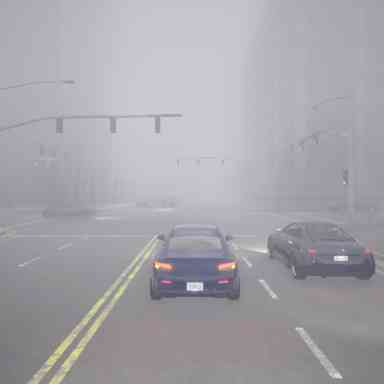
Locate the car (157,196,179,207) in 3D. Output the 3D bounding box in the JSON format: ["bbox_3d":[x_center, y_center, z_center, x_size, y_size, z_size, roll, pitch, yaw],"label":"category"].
[{"bbox_3d":[-3.489,1.492,49.659,2.128,1.511,4.902,0,0,0],"label":"car"}]

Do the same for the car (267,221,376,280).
[{"bbox_3d":[3.593,1.564,9.992,1.994,1.385,4.181,0,0,0],"label":"car"}]

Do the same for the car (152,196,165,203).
[{"bbox_3d":[-6.857,1.547,68.633,2.033,1.411,5.357,0,0,0],"label":"car"}]

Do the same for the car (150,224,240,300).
[{"bbox_3d":[0.077,1.526,8.256,1.812,1.442,4.674,0,0,1],"label":"car"}]

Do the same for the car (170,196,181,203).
[{"bbox_3d":[-3.351,1.564,69.253,1.994,1.385,4.181,0,0,0],"label":"car"}]

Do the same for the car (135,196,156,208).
[{"bbox_3d":[-6.994,1.547,48.452,2.033,1.411,5.357,0,0,0],"label":"car"}]

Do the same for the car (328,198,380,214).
[{"bbox_3d":[16.780,1.422,34.500,5.008,1.535,1.882,0,0,0],"label":"car"}]

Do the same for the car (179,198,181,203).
[{"bbox_3d":[-3.448,1.478,59.250,1.882,1.535,5.008,0,0,0],"label":"car"}]

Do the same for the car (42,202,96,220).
[{"bbox_3d":[-10.204,1.531,27.786,4.181,1.385,1.994,0,0,-12],"label":"car"}]

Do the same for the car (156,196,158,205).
[{"bbox_3d":[-6.957,1.505,58.186,1.837,1.490,4.892,0,0,0],"label":"car"}]
